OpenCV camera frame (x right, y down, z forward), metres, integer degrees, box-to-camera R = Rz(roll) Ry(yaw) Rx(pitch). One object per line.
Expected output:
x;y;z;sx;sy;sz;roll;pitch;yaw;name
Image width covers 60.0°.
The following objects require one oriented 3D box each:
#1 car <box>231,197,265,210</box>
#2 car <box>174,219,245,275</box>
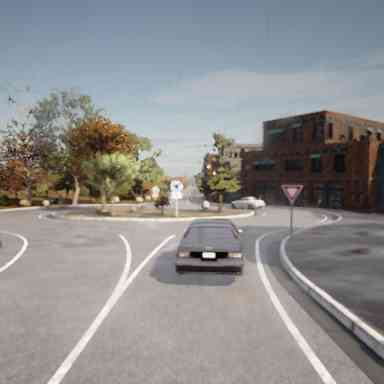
6.705;1.328;40.299;1.812;1.442;4.674;-2;0;-36;car
0.619;1.537;10.374;2.033;1.411;5.357;0;0;5;car
